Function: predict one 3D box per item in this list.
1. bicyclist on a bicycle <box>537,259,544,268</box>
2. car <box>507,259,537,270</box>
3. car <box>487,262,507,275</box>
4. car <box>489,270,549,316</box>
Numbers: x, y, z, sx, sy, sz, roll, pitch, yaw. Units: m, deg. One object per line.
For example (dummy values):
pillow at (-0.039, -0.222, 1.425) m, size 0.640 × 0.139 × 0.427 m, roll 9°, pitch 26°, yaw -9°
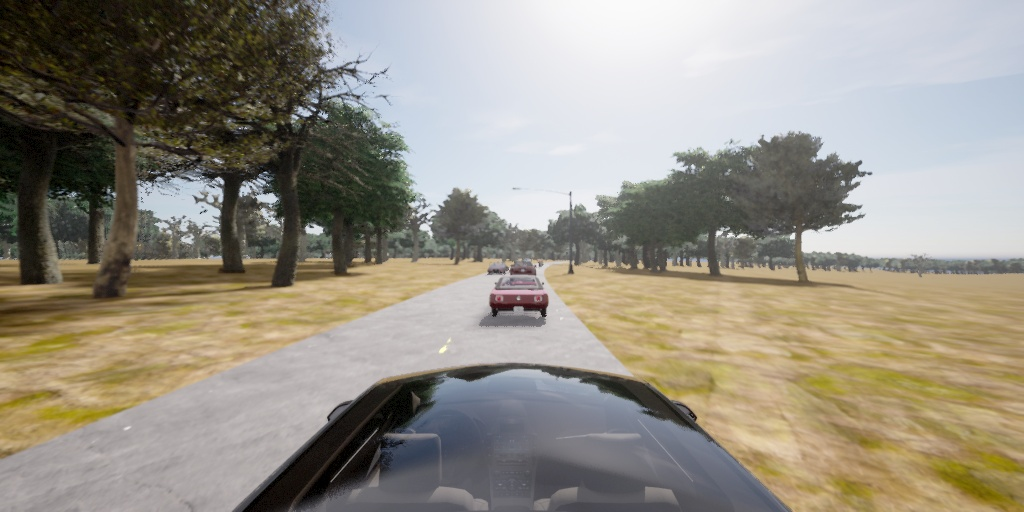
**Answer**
bicyclist on a bicycle at (4.884, 1.340, 64.240) m, size 0.866 × 1.612 × 1.509 m, roll 0°, pitch 0°, yaw 7°
car at (0.976, 1.136, 29.885) m, size 2.097 × 1.767 × 4.553 m, roll 0°, pitch 0°, yaw 3°
car at (-1.541, 1.378, 39.818) m, size 1.994 × 1.385 × 4.181 m, roll 0°, pitch 0°, yaw 5°
car at (0.274, 1.356, 13.358) m, size 1.895 × 1.301 × 4.718 m, roll 0°, pitch 0°, yaw 2°
